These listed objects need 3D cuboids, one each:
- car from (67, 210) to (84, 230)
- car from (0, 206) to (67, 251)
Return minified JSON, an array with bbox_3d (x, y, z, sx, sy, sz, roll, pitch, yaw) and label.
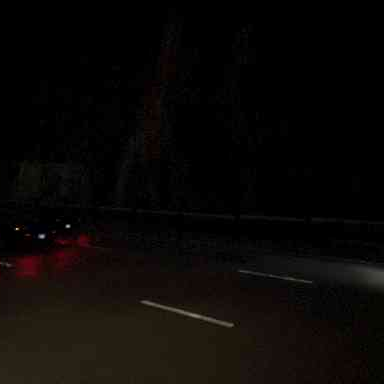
[{"bbox_3d":[-8.195,1.448,18.440,4.718,1.301,1.895,1,0,36],"label":"car"},{"bbox_3d":[-7.398,1.413,13.559,4.674,1.442,1.812,1,0,35],"label":"car"}]
